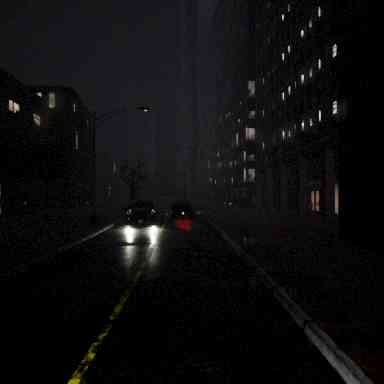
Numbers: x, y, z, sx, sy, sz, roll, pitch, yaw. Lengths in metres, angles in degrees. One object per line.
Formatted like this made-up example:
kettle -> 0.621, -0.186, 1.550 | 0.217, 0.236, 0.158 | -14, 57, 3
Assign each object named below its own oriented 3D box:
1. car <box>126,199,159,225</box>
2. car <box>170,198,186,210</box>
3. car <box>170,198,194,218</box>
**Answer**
car -> -3.486, 1.347, 24.085 | 2.097, 1.767, 4.553 | 0, 0, -3
car -> -1.861, 1.510, 43.386 | 1.812, 1.442, 4.674 | 0, 0, -5
car -> -0.888, 1.500, 30.388 | 1.837, 1.490, 4.892 | 0, 0, -3
